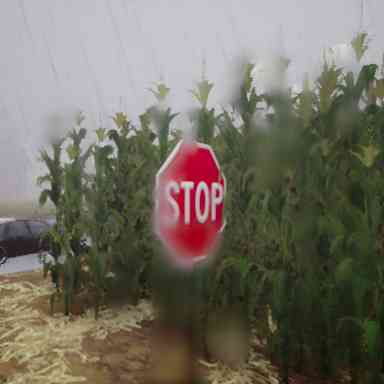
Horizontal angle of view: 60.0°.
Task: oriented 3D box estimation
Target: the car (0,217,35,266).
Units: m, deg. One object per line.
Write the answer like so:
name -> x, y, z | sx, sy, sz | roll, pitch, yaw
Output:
car -> -6.198, 1.616, 11.826 | 2.033, 1.411, 5.357 | 0, 0, 24

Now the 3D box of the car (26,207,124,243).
car -> -5.937, 1.615, 17.450 | 1.812, 1.442, 4.674 | 0, 0, 35
